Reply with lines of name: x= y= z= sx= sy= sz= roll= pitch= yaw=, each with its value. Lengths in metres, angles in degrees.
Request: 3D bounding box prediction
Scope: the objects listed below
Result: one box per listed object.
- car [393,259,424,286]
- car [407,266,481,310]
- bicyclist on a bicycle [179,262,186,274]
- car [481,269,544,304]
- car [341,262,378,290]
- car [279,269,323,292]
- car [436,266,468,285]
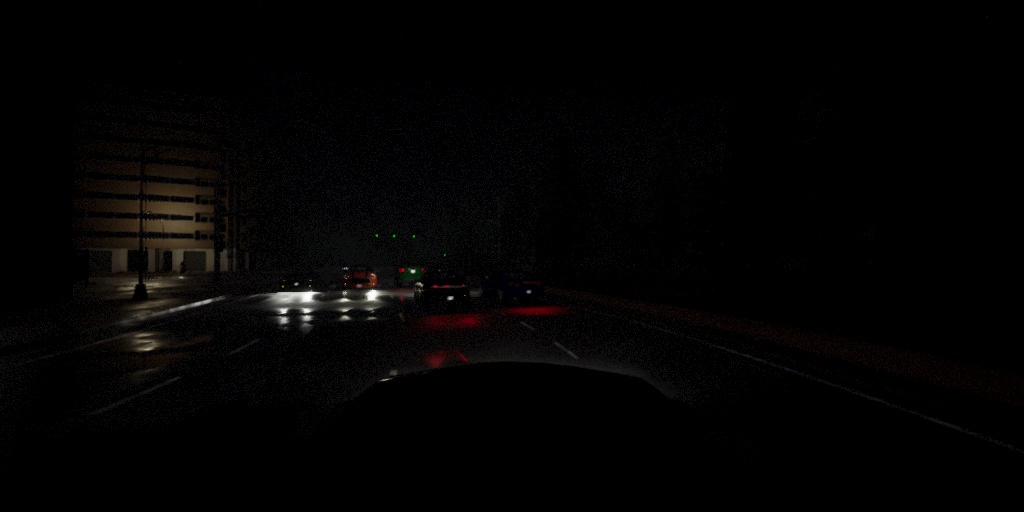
car: x=-8.216 y=1.246 z=28.813 sx=2.150 sy=2.045 sz=5.566 roll=0 pitch=0 yaw=-21
car: x=-3.151 y=1.383 z=15.666 sx=2.128 sy=1.511 sz=4.902 roll=0 pitch=0 yaw=-21
bicyclist on a bicycle: x=-42.405 y=1.548 z=46.170 sx=0.582 sy=1.620 sz=1.656 roll=0 pitch=0 yaw=-22
car: x=-0.145 y=1.387 z=17.618 sx=1.882 sy=1.535 sz=5.008 roll=0 pitch=0 yaw=-21
car: x=-10.464 y=1.332 z=24.837 sx=2.097 sy=1.767 sz=4.553 roll=0 pitch=0 yaw=-21
car: x=-13.695 y=1.532 z=23.498 sx=1.994 sy=1.385 sz=4.181 roll=0 pitch=-1 yaw=-20
car: x=-5.258 y=1.607 z=30.894 sx=1.994 sy=1.385 sz=4.181 roll=0 pitch=-1 yaw=-20
